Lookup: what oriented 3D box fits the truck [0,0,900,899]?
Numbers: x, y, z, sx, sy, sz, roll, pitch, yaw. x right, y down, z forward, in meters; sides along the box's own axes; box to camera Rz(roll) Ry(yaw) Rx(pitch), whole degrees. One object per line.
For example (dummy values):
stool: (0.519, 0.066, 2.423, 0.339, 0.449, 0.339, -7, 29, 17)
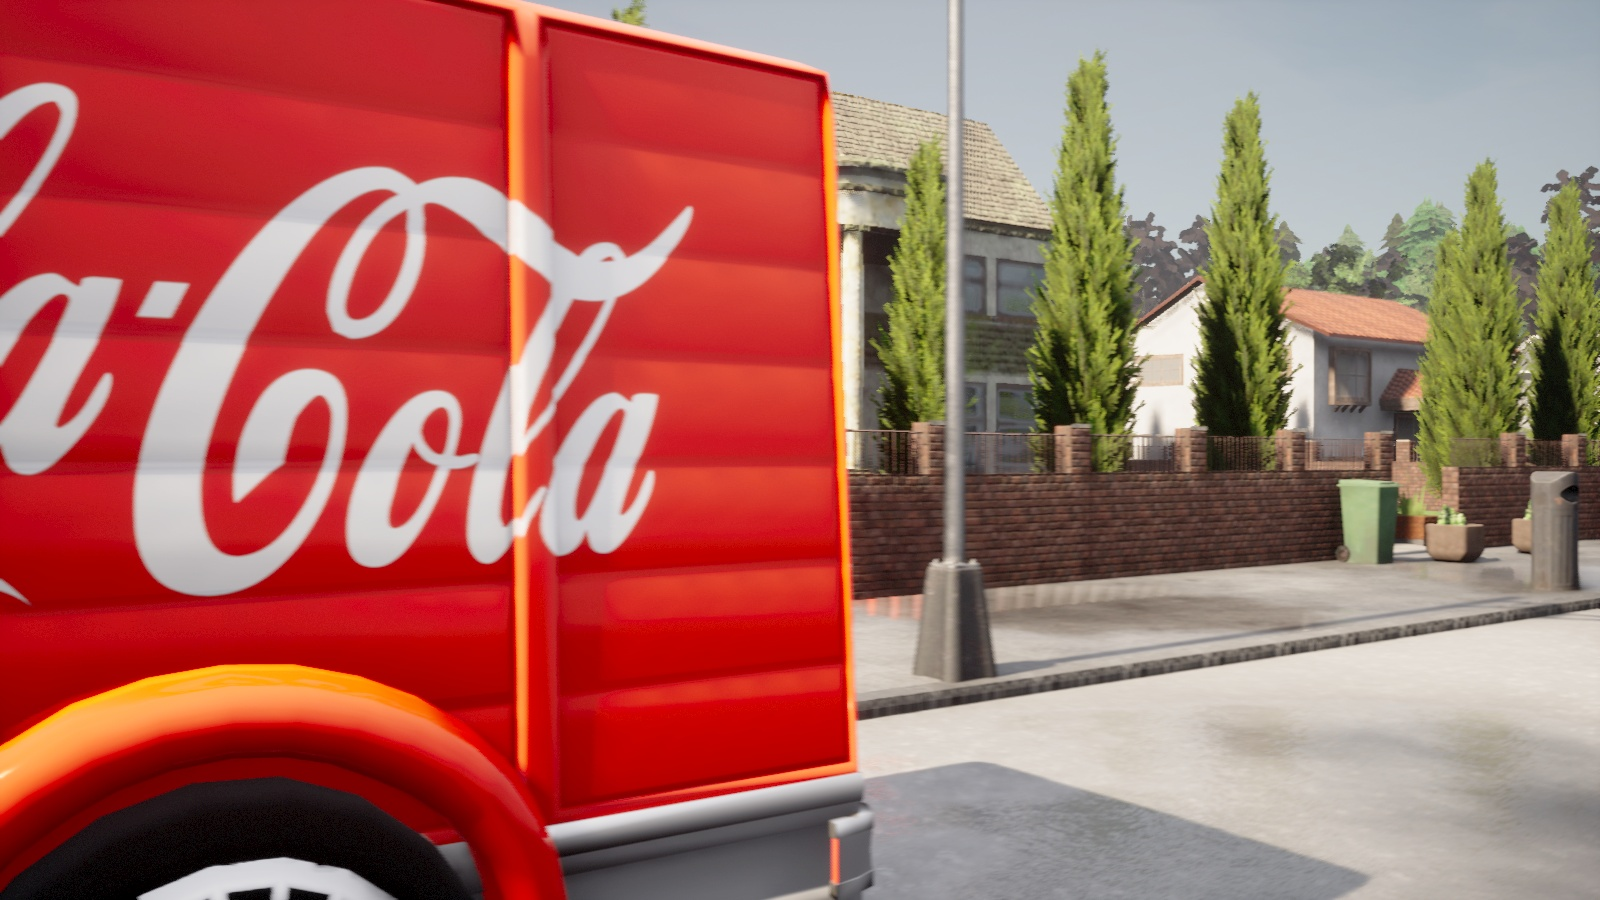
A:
truck: (-2.679, 0.266, 2.383, 5.204, 2.467, 2.627, 0, 0, -34)
